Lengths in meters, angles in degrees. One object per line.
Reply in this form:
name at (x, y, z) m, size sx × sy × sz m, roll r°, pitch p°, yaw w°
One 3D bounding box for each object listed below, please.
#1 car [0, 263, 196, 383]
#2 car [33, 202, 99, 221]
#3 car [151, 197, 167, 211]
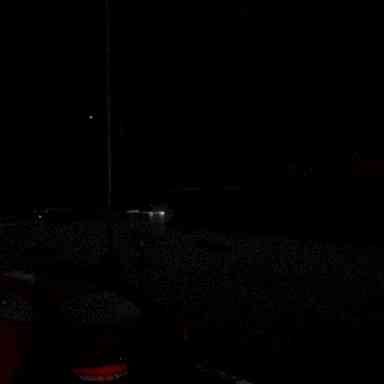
car at (-1.900, 1.582, 4.190) m, size 4.206 × 1.307 × 1.802 m, roll 0°, pitch -1°, yaw 36°
car at (-9.762, 1.475, 25.972) m, size 1.895 × 1.301 × 4.718 m, roll -1°, pitch 0°, yaw 36°
car at (-2.433, 1.281, 36.122) m, size 1.837 × 1.490 × 4.892 m, roll -1°, pitch 0°, yaw 35°
